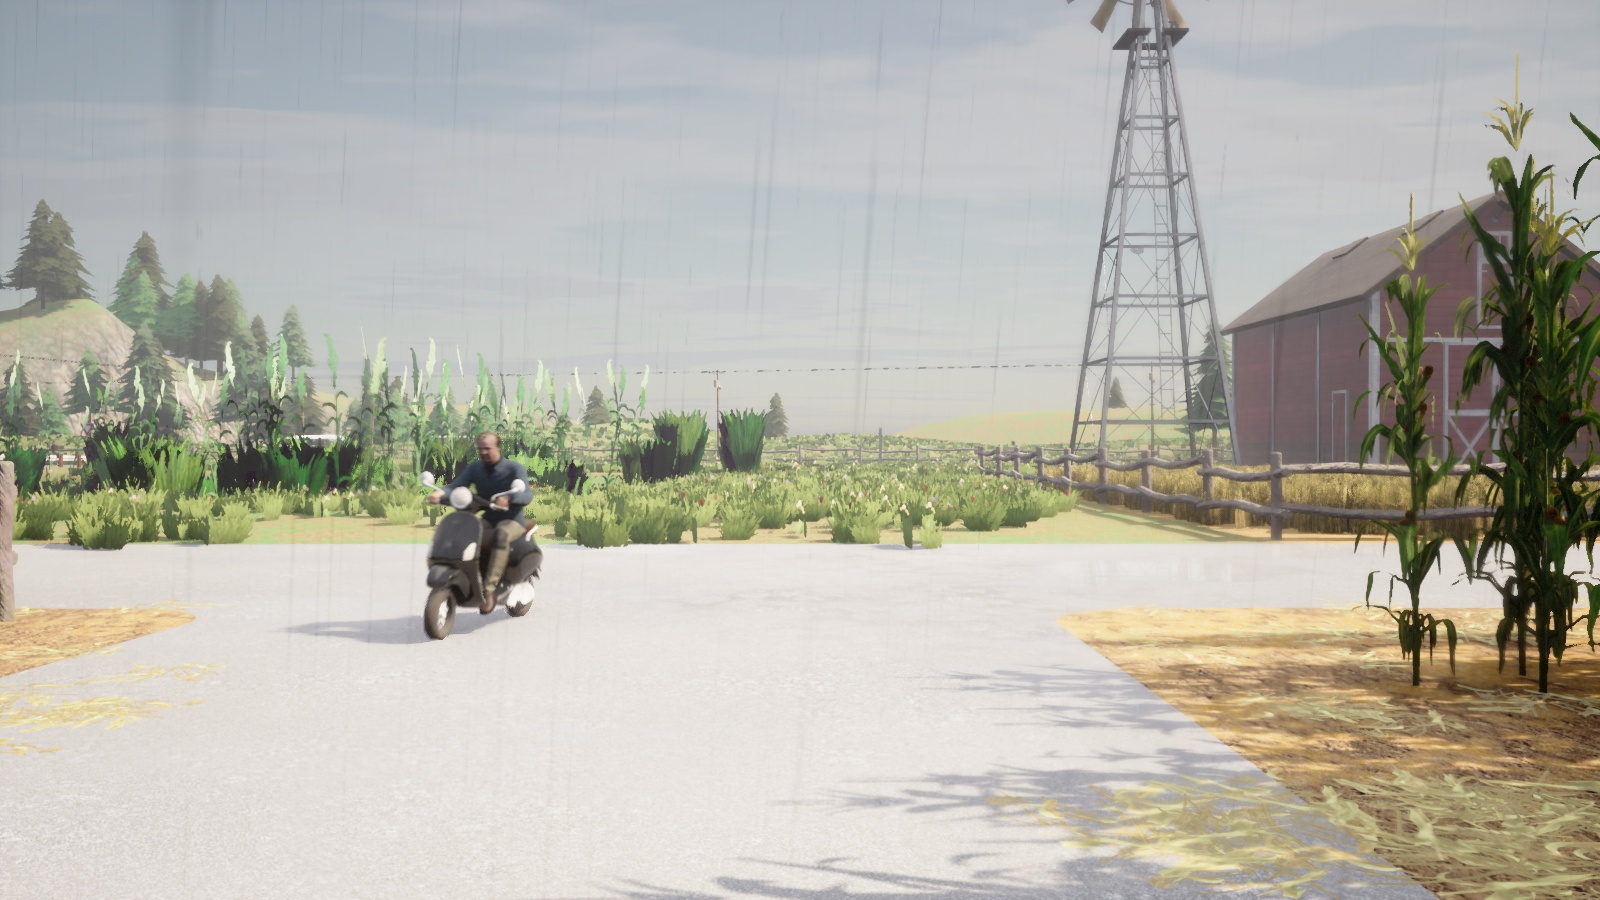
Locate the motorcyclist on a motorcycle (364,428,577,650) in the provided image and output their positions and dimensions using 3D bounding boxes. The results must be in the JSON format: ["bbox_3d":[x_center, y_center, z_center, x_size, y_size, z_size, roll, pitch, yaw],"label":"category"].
[{"bbox_3d":[-2.583,0.641,10.096,0.866,1.590,1.817,2,1,14],"label":"motorcyclist on a motorcycle"}]

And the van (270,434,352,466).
[{"bbox_3d":[-31.775,-0.013,81.627,4.480,2.038,2.069,1,0,6],"label":"van"}]
